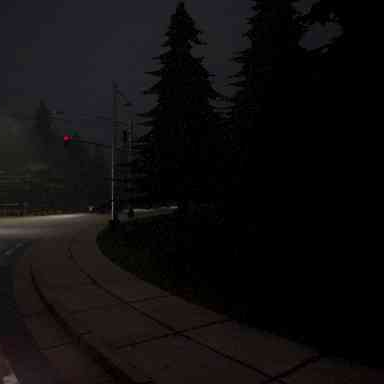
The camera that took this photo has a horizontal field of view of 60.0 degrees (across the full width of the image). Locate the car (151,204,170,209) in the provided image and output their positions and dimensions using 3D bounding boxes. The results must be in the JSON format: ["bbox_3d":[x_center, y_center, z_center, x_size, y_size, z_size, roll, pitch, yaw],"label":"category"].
[{"bbox_3d":[-4.828,1.351,45.046,2.097,1.767,4.553,0,0,28],"label":"car"}]

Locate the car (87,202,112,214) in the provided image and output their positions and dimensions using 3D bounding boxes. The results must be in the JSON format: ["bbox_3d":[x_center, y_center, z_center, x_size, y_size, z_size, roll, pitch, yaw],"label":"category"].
[{"bbox_3d":[-9.297,1.492,36.270,2.128,1.511,4.902,0,0,26],"label":"car"}]
